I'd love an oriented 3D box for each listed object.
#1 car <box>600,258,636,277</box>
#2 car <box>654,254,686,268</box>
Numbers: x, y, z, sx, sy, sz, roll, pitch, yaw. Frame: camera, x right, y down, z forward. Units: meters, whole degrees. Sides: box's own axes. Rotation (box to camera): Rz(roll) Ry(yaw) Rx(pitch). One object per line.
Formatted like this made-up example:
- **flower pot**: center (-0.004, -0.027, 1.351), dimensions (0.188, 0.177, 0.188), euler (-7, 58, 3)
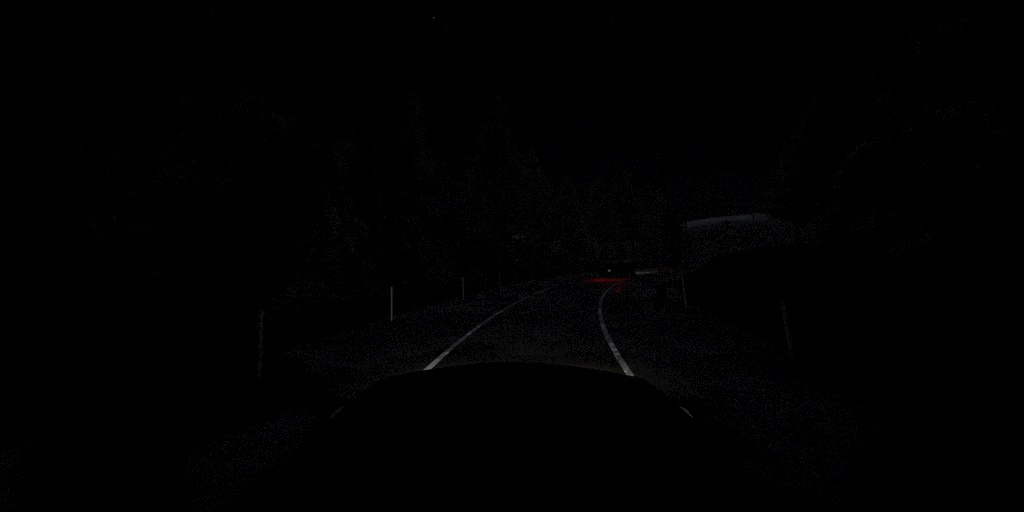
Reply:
- **car**: center (8.902, 0.892, 29.926), dimensions (1.882, 1.535, 5.008), euler (-3, 0, 33)
- **car**: center (18.007, 0.523, 40.707), dimensions (5.008, 1.535, 1.882), euler (-2, -2, -42)
